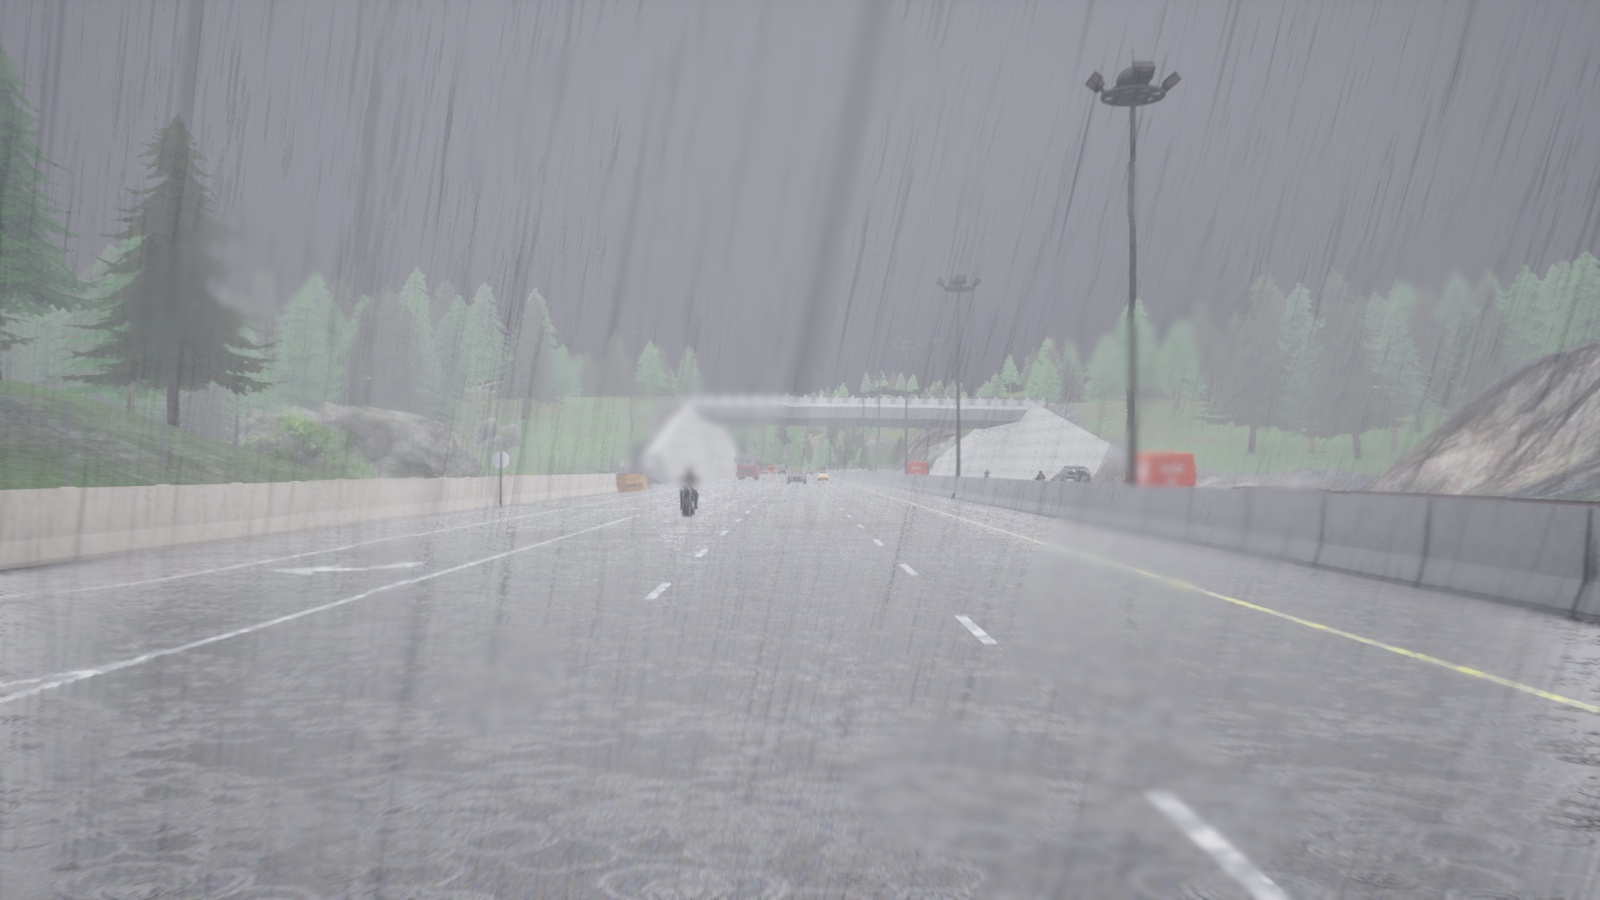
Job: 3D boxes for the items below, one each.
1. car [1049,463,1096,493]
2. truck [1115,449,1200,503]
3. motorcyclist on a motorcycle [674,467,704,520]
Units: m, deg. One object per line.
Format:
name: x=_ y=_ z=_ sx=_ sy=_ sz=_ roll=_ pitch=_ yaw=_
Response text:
car: x=17.307 y=1.774 z=79.998 sx=1.932 sy=1.855 sz=4.605 roll=0 pitch=-1 yaw=0
truck: x=17.354 y=1.209 z=61.196 sx=2.627 sy=2.467 sz=5.204 roll=0 pitch=1 yaw=0
motorcyclist on a motorcycle: x=-3.598 y=1.398 z=40.903 sx=0.766 sy=1.649 sz=2.350 roll=0 pitch=0 yaw=0
